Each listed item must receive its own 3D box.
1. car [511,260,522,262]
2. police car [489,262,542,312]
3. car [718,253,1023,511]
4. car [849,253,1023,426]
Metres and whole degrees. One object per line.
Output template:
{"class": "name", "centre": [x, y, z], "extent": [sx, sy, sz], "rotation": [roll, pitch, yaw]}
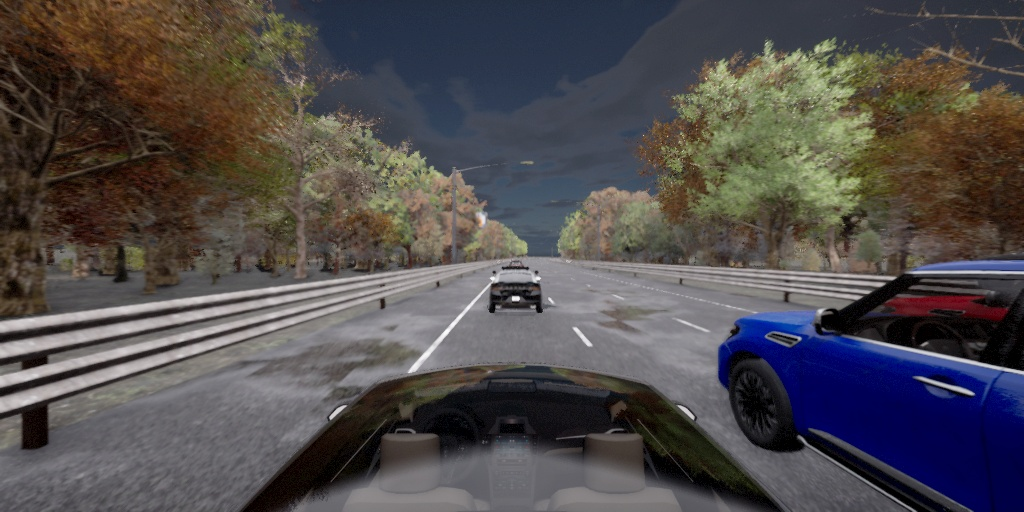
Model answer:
{"class": "car", "centre": [0.557, 1.321, 45.609], "extent": [2.033, 1.649, 4.856], "rotation": [0, 0, 1]}
{"class": "police car", "centre": [0.141, 1.216, 14.512], "extent": [1.930, 1.638, 5.238], "rotation": [0, 0, 0]}
{"class": "car", "centre": [3.599, 0.976, 2.026], "extent": [2.150, 2.045, 5.566], "rotation": [0, 0, 0]}
{"class": "car", "centre": [7.100, 0.982, 3.632], "extent": [2.150, 2.045, 5.566], "rotation": [0, 0, 0]}
